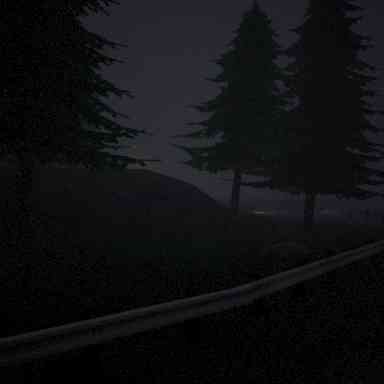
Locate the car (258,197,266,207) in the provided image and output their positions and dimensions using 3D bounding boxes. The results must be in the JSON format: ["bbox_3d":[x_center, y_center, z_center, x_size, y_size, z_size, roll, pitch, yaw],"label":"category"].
[{"bbox_3d":[10.368,1.485,46.774,4.902,1.511,2.128,0,0,34],"label":"car"}]

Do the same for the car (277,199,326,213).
[{"bbox_3d":[12.359,1.527,37.001,4.674,1.442,1.812,0,0,34],"label":"car"}]

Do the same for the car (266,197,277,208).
[{"bbox_3d":[12.386,1.547,41.195,5.357,1.411,2.033,0,0,34],"label":"car"}]

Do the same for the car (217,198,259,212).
[{"bbox_3d":[4.983,1.559,37.742,4.181,1.385,1.994,0,0,34],"label":"car"}]
